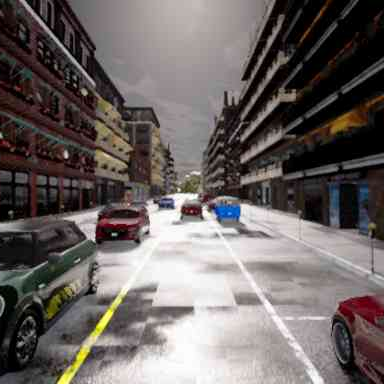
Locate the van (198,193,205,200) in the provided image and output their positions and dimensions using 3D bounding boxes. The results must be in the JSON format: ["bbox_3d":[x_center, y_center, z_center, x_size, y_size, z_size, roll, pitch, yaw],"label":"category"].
[{"bbox_3d":[2.430,1.087,86.382,1.690,1.788,3.998,1,0,0],"label":"van"}]

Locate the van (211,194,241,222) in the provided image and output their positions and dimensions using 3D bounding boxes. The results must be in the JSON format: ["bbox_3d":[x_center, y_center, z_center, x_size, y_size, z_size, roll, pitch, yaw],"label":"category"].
[{"bbox_3d":[2.627,1.263,25.101,1.690,1.788,3.998,1,0,0],"label":"van"}]

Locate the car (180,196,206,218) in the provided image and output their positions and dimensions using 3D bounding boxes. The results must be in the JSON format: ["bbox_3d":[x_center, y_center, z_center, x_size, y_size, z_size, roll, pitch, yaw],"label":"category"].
[{"bbox_3d":[-0.025,1.392,28.809,1.882,1.535,5.008,0,0,0],"label":"car"}]

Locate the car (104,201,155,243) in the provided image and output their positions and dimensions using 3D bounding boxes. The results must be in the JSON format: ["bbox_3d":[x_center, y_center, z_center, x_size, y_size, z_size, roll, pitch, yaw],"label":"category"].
[{"bbox_3d":[-3.135,1.434,15.907,1.882,1.535,5.008,0,0,0],"label":"car"}]

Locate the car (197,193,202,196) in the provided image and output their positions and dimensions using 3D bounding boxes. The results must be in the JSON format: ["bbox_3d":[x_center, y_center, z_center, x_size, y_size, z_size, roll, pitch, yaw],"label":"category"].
[{"bbox_3d":[-0.067,1.352,47.198,2.128,1.511,4.902,0,0,0],"label":"car"}]

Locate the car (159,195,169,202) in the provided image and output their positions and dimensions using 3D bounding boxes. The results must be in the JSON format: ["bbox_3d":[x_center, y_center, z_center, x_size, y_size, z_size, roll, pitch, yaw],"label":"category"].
[{"bbox_3d":[-5.899,1.386,69.682,1.802,1.307,4.206,1,0,0],"label":"car"}]

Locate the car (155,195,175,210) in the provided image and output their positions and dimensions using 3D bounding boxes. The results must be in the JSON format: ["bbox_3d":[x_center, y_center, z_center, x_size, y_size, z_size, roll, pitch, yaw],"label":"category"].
[{"bbox_3d":[-3.138,1.359,41.794,1.882,1.535,5.008,0,0,0],"label":"car"}]

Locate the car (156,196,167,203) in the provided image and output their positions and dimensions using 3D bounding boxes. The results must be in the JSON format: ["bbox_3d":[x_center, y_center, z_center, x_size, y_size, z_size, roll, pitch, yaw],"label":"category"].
[{"bbox_3d":[-5.881,1.402,64.111,1.802,1.307,4.206,1,0,0],"label":"car"}]

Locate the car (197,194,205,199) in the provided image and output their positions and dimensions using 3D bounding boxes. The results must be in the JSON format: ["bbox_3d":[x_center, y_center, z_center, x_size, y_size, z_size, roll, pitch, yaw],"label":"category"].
[{"bbox_3d":[2.410,1.280,91.953,2.008,1.369,4.403,1,0,0],"label":"car"}]

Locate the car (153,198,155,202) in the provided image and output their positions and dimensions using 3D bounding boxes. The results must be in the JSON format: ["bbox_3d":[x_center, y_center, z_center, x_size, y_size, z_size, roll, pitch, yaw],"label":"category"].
[{"bbox_3d":[-5.863,1.380,58.540,1.887,1.381,4.507,1,0,0],"label":"car"}]

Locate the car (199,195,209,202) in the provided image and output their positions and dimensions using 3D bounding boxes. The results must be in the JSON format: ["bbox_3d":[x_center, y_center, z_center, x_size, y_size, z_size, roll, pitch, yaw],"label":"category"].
[{"bbox_3d":[2.481,1.318,69.839,1.752,1.417,4.829,1,0,0],"label":"car"}]

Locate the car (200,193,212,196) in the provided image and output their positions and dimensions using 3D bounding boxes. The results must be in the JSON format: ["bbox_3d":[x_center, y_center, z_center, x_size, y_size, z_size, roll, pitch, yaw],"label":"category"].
[{"bbox_3d":[2.538,1.155,52.955,2.192,1.841,5.009,1,0,0],"label":"car"}]

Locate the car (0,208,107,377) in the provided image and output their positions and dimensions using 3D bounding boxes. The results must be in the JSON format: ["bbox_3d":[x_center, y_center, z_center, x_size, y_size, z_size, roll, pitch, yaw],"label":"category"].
[{"bbox_3d":[-3.112,1.340,5.608,2.097,1.767,4.553,0,0,0],"label":"car"}]

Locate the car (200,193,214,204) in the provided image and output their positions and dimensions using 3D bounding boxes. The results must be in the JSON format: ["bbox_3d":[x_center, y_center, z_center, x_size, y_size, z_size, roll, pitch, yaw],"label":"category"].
[{"bbox_3d":[2.520,1.139,58.526,2.192,1.841,5.009,1,0,0],"label":"car"}]

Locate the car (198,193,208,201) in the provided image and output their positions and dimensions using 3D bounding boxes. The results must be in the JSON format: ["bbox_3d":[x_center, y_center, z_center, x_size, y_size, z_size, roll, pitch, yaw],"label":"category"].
[{"bbox_3d":[2.467,1.092,75.240,2.192,1.841,5.009,1,0,0],"label":"car"}]

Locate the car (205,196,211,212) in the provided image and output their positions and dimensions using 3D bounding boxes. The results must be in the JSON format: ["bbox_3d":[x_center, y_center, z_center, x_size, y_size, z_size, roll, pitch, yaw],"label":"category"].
[{"bbox_3d":[2.589,1.434,36.243,1.887,1.381,4.507,1,0,0],"label":"car"}]

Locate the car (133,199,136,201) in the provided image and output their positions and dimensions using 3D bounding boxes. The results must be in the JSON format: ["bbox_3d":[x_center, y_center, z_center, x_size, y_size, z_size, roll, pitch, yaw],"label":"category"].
[{"bbox_3d":[-5.755,1.499,25.114,1.947,1.339,4.313,1,0,0],"label":"car"}]

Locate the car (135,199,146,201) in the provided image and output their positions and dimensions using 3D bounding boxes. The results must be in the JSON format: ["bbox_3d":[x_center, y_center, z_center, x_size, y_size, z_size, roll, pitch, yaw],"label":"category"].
[{"bbox_3d":[-5.791,1.466,36.256,1.947,1.339,4.313,1,0,0],"label":"car"}]

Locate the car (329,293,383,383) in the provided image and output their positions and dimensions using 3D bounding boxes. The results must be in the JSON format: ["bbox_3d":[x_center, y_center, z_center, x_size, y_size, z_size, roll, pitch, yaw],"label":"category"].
[{"bbox_3d":[2.696,1.570,2.817,1.802,1.307,4.206,1,0,0],"label":"car"}]
